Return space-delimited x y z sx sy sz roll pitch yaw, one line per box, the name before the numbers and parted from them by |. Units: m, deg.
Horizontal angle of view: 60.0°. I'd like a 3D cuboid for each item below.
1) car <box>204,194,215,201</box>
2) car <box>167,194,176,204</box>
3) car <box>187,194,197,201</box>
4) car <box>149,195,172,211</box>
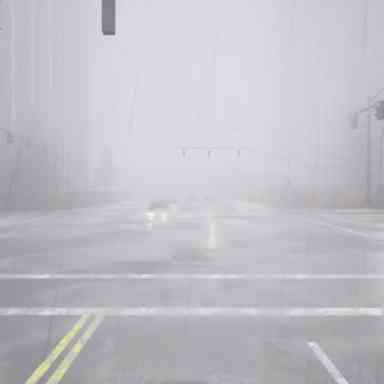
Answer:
car | 3.503 1.138 67.054 1.895 1.301 4.718 0 0 0
car | -3.558 1.138 53.118 1.837 1.490 4.892 0 0 0
car | 0.003 1.100 67.024 1.994 1.385 4.181 0 0 0
car | -3.587 1.347 36.614 1.895 1.301 4.718 0 0 0
